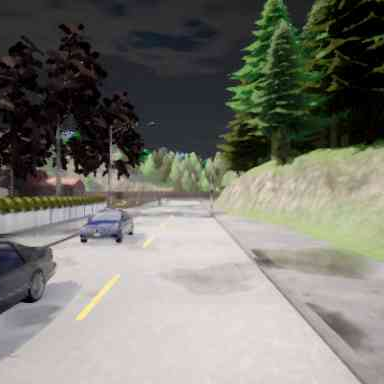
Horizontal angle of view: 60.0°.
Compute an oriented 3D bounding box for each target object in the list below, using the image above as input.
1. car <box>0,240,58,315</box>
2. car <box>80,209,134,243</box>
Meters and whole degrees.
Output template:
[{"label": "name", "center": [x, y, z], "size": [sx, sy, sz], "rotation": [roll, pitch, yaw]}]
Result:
[{"label": "car", "center": [-4.100, 1.576, 5.596], "size": [2.033, 1.411, 5.357], "rotation": [0, 0, 0]}, {"label": "car", "center": [-4.077, 1.607, 16.676], "size": [1.812, 1.442, 4.674], "rotation": [0, 0, 0]}]
